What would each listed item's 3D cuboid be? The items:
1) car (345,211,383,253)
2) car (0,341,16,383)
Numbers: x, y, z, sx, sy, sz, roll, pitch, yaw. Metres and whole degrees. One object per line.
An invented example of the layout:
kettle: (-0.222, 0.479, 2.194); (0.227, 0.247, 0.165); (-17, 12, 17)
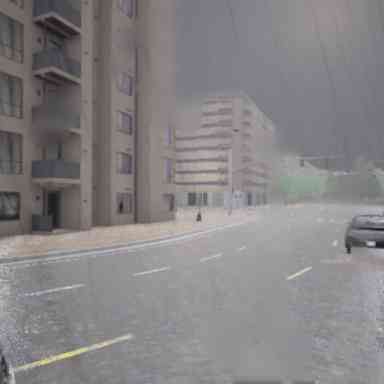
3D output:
car: (7.764, 1.730, 14.381); (2.128, 1.511, 4.902); (0, -1, 29)
car: (-3.792, 1.236, 1.257); (5.566, 2.045, 2.150); (0, -1, -33)
